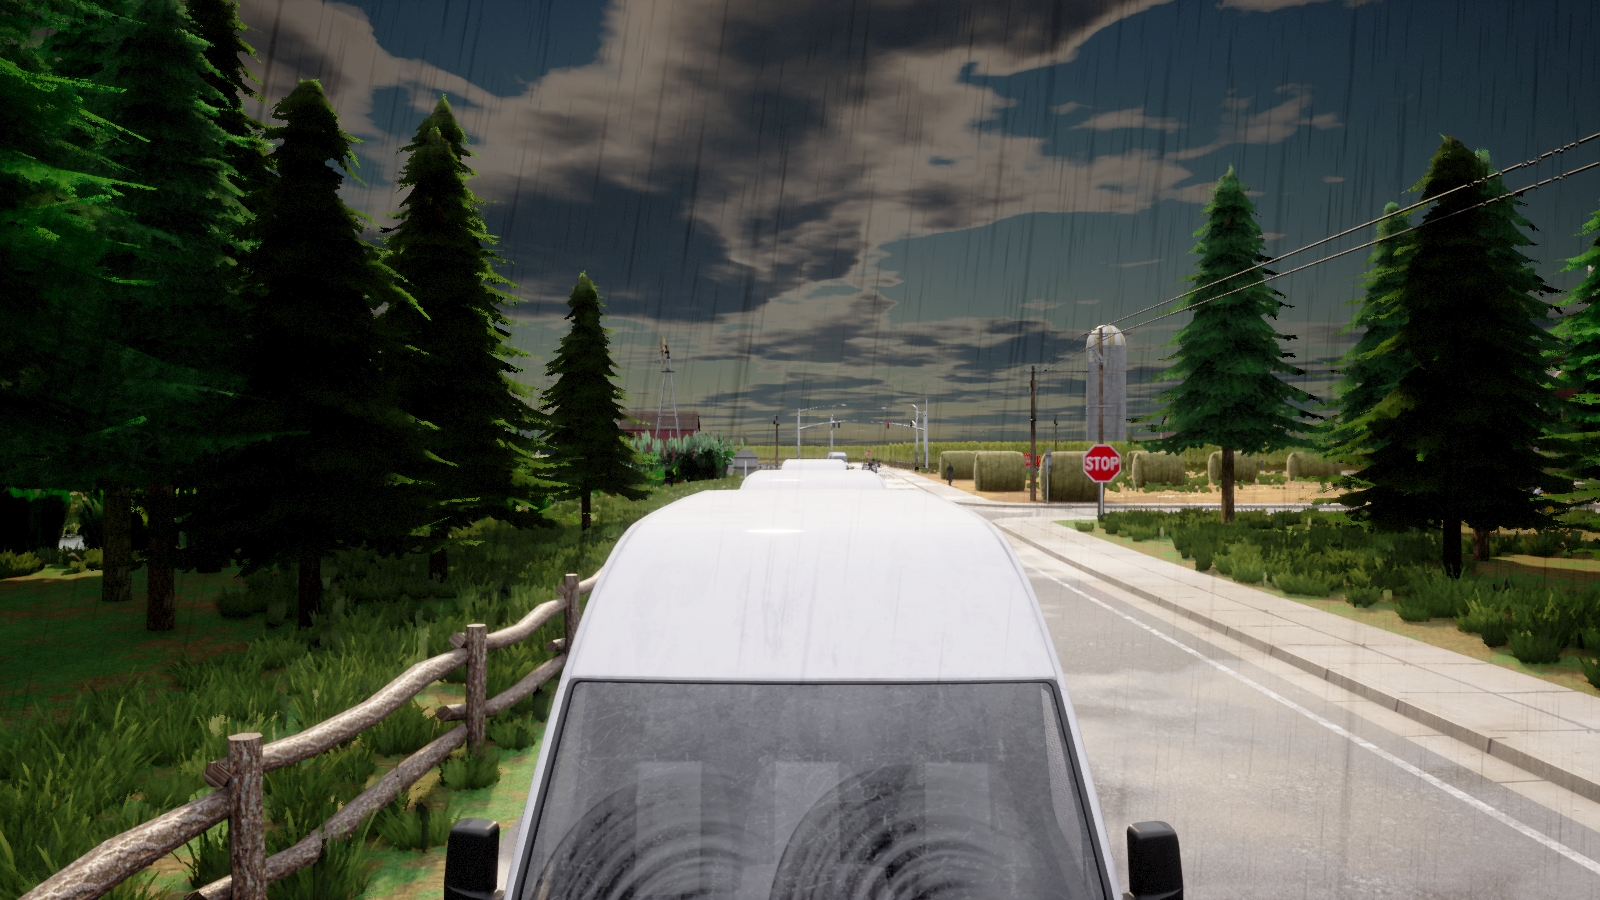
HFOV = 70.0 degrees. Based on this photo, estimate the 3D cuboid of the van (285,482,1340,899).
[{"bbox_3d":[0.056,1.508,5.110,1.988,2.561,5.915,0,0,1],"label":"van"}]
